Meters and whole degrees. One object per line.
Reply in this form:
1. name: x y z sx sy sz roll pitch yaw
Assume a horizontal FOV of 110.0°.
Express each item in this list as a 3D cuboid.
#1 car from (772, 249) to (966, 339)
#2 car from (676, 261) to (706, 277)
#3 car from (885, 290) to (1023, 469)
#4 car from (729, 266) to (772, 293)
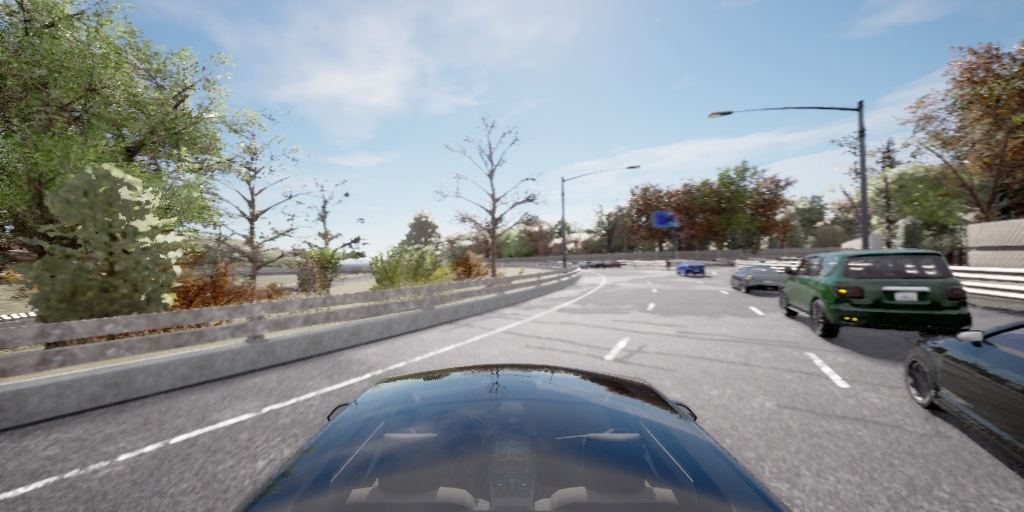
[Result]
1. car: 8.758 0.867 9.314 2.150 2.045 5.566 -2 -1 26
2. car: 18.112 1.260 36.565 1.882 1.535 5.008 -1 -1 12
3. car: 5.343 1.205 2.980 1.994 1.385 4.181 -2 -1 31
4. car: 13.325 1.236 19.587 1.994 1.385 4.181 -2 -1 20
